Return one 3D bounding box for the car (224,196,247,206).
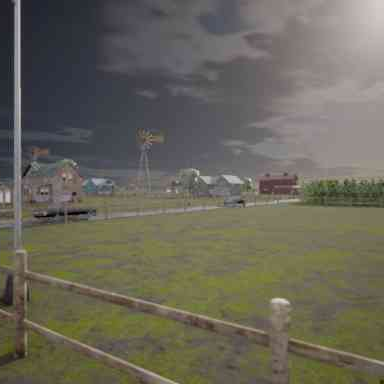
[{"bbox_3d":[6.622,1.363,50.366,2.128,1.511,4.902,-1,0,35],"label":"car"}]

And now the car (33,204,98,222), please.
[{"bbox_3d":[-9.808,1.599,26.215,1.895,1.301,4.718,-1,0,34],"label":"car"}]
